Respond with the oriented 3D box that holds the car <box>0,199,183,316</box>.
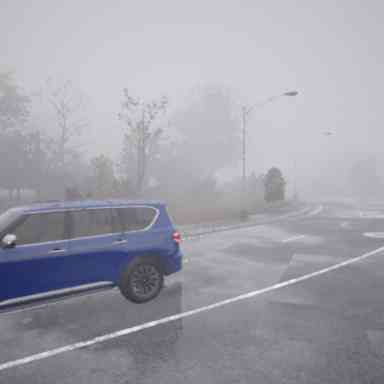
[{"bbox_3d":[-2.784,1.199,6.475,5.566,2.045,2.150,-1,1,-37],"label":"car"}]
